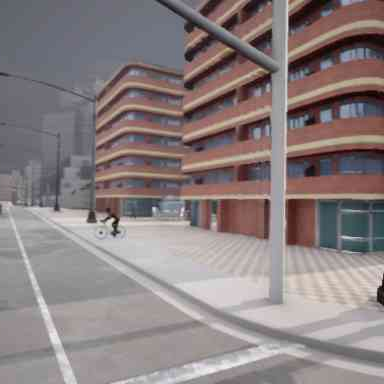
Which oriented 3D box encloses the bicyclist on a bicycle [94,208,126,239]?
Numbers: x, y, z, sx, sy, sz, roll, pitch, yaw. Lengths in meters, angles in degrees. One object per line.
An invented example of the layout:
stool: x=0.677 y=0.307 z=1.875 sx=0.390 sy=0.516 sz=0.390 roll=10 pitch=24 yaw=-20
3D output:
bicyclist on a bicycle: x=-4.235 y=1.647 z=17.303 sx=1.656 sy=1.620 sz=0.582 roll=2 pitch=-1 yaw=-30

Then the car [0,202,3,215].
car: x=-21.897 y=1.705 z=36.479 sx=2.033 sy=1.411 sz=5.357 roll=2 pitch=-1 yaw=-29
